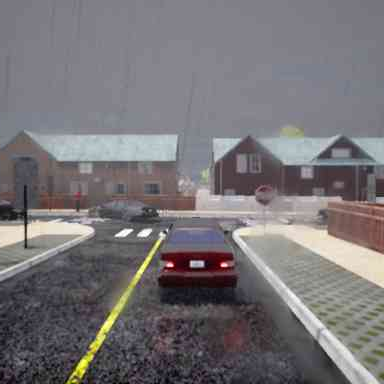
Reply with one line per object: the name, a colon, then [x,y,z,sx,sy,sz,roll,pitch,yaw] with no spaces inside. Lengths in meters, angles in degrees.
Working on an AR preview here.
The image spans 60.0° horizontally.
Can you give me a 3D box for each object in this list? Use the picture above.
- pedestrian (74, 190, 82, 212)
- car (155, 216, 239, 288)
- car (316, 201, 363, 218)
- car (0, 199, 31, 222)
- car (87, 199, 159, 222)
pedestrian: [-9.366,0.717,27.233,0.375,1.860,0.375,0,0,1]
car: [0.098,1.434,9.062,2.033,1.411,5.357,0,1,0]
car: [11.873,1.379,23.837,5.357,1.411,2.033,1,1,1]
car: [-12.995,1.110,21.455,4.902,1.511,2.128,1,1,1]
car: [-4.875,1.224,23.134,5.357,1.411,2.033,1,1,33]
